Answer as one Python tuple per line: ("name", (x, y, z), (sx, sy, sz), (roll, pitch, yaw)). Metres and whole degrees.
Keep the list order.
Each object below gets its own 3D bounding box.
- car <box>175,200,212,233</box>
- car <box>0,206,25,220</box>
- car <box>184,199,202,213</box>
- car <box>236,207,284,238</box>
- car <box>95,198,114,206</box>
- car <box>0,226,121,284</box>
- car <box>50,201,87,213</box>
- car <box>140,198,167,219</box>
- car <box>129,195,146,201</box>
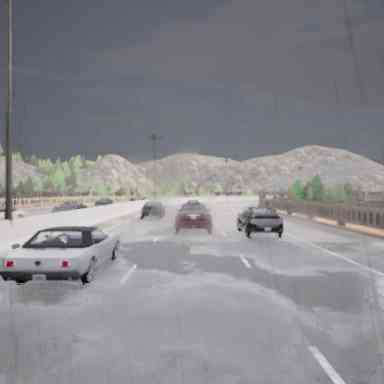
("car", (0.088, 1.418, 20.313), (2.097, 1.767, 4.553), (0, 0, 0))
("car", (-14.107, 1.678, 24.073), (1.895, 1.301, 4.718), (0, 0, 0))
("car", (0.162, 1.680, 41.121), (2.033, 1.411, 5.357), (0, 0, 2))
("car", (3.589, 1.551, 18.154), (2.128, 1.511, 4.902), (0, 0, 0))
("car", (-15.601, 1.755, 59.435), (1.994, 1.385, 4.181), (0, 0, 10))
("car", (-3.412, 1.632, 9.648), (1.895, 1.301, 4.718), (0, 0, 0))
("car", (-10.603, 1.585, 28.887), (2.128, 1.511, 4.902), (0, 0, 0))
("car", (-3.417, 1.602, 29.907), (1.837, 1.490, 4.892), (0, 0, 0))
("car", (-10.673, 1.283, 65.440), (2.097, 1.767, 4.553), (0, 0, 15))
